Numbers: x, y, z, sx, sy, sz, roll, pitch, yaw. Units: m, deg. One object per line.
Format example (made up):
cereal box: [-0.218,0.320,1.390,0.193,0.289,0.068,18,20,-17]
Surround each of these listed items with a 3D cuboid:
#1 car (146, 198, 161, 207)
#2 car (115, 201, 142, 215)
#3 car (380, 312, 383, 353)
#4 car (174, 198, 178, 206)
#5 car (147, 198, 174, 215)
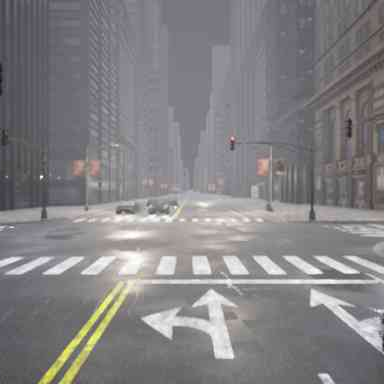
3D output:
car: [-6.575,1.702,57.218,2.033,1.411,5.357,0,0,0]
car: [-6.618,1.650,35.349,2.033,1.411,5.357,0,0,2]
car: [3.349,1.499,2.351,2.128,1.511,4.902,0,0,0]
car: [-3.328,1.701,57.218,2.033,1.411,5.357,0,0,0]
car: [-3.383,1.455,35.292,2.097,1.767,4.553,0,0,0]
